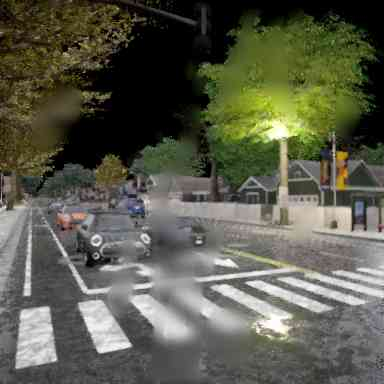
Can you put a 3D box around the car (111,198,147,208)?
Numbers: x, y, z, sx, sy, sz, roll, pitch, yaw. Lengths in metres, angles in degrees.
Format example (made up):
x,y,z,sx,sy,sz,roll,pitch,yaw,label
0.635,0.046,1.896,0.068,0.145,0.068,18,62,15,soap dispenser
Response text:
x,y,z,sx,sy,sz,roll,pitch,yaw,label
-6.672,1.780,35.680,2.150,2.045,5.566,1,-1,-26,car

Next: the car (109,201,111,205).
x,y,z,sx,sy,sz,roll,pitch,yaw,label
-12.074,2.055,54.257,2.150,2.045,5.566,1,-1,-26,car

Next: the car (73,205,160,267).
x,y,z,sx,sy,sz,roll,pitch,yaw,label
-2.996,1.538,12.322,2.097,1.767,4.553,1,-1,-24,car

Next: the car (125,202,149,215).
x,y,z,sx,sy,sz,roll,pitch,yaw,label
-7.517,2.187,44.819,1.882,1.535,5.008,1,-1,-25,car

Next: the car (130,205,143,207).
x,y,z,sx,sy,sz,roll,pitch,yaw,label
-5.343,1.932,24.899,2.033,1.411,5.357,1,-1,-26,car

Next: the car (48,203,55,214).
x,y,z,sx,sy,sz,roll,pitch,yaw,label
-17.724,2.126,43.441,1.812,1.442,4.674,1,-1,-25,car

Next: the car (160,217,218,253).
x,y,z,sx,sy,sz,roll,pitch,yaw,label
-0.573,1.815,14.934,1.994,1.385,4.181,1,-1,-26,car

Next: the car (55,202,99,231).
x,y,z,sx,sy,sz,roll,pitch,yaw,label
-8.114,1.684,23.178,2.097,1.767,4.553,1,-1,-26,car

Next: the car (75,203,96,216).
x,y,z,sx,sy,sz,roll,pitch,yaw,label
-13.572,2.120,42.224,1.837,1.490,4.892,1,-1,-25,car
